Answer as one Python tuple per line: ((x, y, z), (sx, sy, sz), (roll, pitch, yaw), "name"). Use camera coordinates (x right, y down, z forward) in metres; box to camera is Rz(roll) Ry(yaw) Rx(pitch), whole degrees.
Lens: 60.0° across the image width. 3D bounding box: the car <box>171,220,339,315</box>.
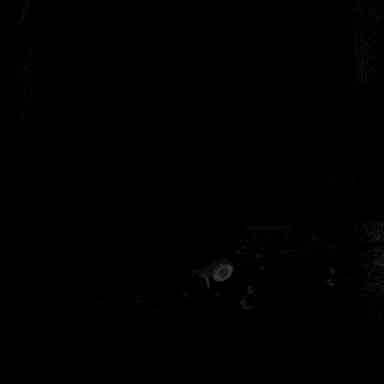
((1.507, 1.495, 7.602), (4.097, 1.590, 1.967), (1, 0, -35), "car")
